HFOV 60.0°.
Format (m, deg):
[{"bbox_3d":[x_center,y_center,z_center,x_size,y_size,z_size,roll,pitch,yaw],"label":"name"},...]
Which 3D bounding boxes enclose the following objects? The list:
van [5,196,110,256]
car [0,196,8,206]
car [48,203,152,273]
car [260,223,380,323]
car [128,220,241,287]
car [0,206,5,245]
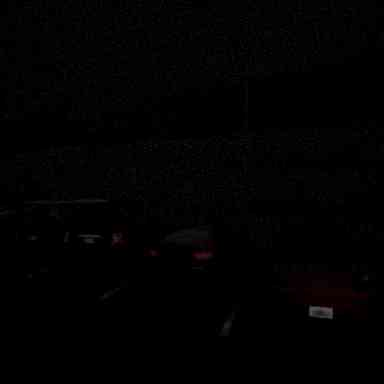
[{"bbox_3d":[-4.592,1.266,12.900,1.878,1.987,4.442,0,-1,15],"label":"van"},{"bbox_3d":[-9.478,1.240,16.224,2.435,2.045,5.566,1,-1,16],"label":"car"},{"bbox_3d":[-2.203,1.364,11.024,2.185,1.767,4.553,0,-1,15],"label":"car"},{"bbox_3d":[2.675,1.519,7.545,2.163,1.488,4.792,1,-1,15],"label":"car"},{"bbox_3d":[0.230,1.530,9.316,2.002,1.452,4.674,0,-1,16],"label":"car"},{"bbox_3d":[-7.053,1.492,14.512,2.231,1.521,4.892,0,-1,15],"label":"car"}]
